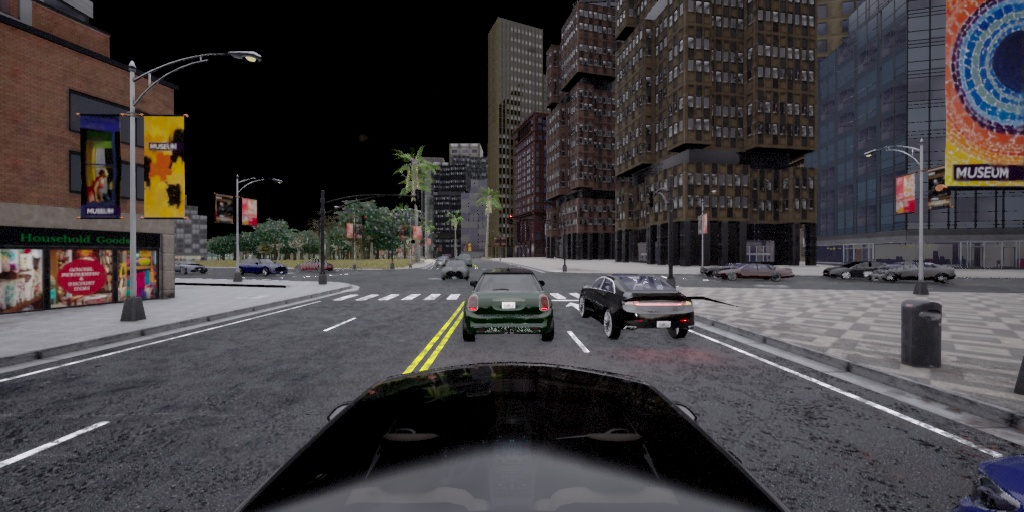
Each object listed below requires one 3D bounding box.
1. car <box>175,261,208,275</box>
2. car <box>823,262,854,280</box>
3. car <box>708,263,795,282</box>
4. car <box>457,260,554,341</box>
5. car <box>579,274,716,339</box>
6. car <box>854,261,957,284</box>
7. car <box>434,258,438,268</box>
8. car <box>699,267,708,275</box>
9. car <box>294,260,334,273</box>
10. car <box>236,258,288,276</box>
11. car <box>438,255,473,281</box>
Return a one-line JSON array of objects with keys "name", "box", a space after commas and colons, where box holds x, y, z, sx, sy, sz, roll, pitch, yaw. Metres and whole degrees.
[{"name": "car", "box": [-33.968, 1.185, 37.202, 4.181, 1.385, 1.994, 0, 0, 13]}, {"name": "car", "box": [28.580, 1.186, 29.403, 4.892, 1.490, 1.837, -1, 0, 13]}, {"name": "car", "box": [18.930, 1.240, 28.345, 5.357, 1.411, 2.033, 0, 0, 13]}, {"name": "car", "box": [-0.122, 1.102, 10.008, 2.097, 1.767, 4.553, 0, 0, -1]}, {"name": "car", "box": [3.172, 1.241, 10.058, 2.128, 1.511, 4.902, 0, 0, -1]}, {"name": "car", "box": [28.693, 1.189, 26.037, 4.902, 1.511, 2.128, 0, 0, 13]}, {"name": "car", "box": [-10.341, 0.931, 53.116, 2.128, 1.511, 4.902, 0, 1, -8]}, {"name": "car", "box": [19.303, 1.280, 31.597, 4.718, 1.301, 1.895, 0, 0, 11]}, {"name": "car", "box": [-22.986, 1.178, 41.665, 4.181, 1.385, 1.994, 0, 0, 11]}, {"name": "car", "box": [-24.289, 0.995, 34.912, 4.553, 1.767, 2.097, 0, 0, 13]}, {"name": "car", "box": [-4.515, 1.049, 29.258, 2.097, 1.767, 4.553, 0, 0, -4]}]
